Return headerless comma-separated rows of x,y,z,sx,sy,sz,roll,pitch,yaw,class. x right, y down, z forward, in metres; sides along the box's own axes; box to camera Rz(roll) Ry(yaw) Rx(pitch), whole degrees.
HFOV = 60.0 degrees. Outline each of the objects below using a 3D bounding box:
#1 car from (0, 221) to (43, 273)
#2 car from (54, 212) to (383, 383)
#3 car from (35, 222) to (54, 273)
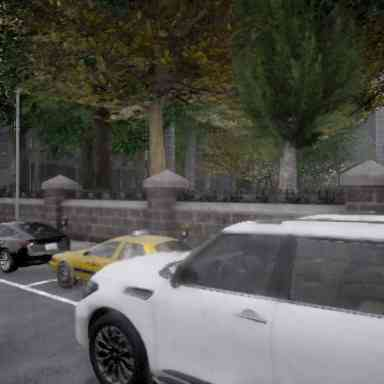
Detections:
-5.686,1.586,10.651,4.313,1.339,1.947,0,0,35,car
1.158,1.240,3.522,5.566,2.045,2.150,0,0,35,car
-1.372,1.547,7.595,4.829,1.417,1.752,0,0,35,car
